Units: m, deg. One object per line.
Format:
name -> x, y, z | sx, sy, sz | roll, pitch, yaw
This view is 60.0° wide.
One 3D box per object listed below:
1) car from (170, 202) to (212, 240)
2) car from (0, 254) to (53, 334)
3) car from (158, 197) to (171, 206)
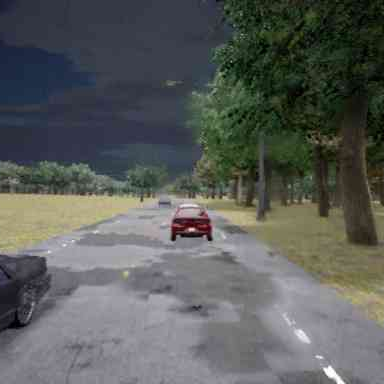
car -> -0.040, 1.485, 16.932 | 1.882, 1.535, 5.008 | 0, 0, -1
car -> -3.629, 1.544, 4.209 | 2.033, 1.411, 5.357 | 0, 0, 0
car -> -4.402, 1.504, 53.984 | 1.994, 1.385, 4.181 | 0, 0, -1
